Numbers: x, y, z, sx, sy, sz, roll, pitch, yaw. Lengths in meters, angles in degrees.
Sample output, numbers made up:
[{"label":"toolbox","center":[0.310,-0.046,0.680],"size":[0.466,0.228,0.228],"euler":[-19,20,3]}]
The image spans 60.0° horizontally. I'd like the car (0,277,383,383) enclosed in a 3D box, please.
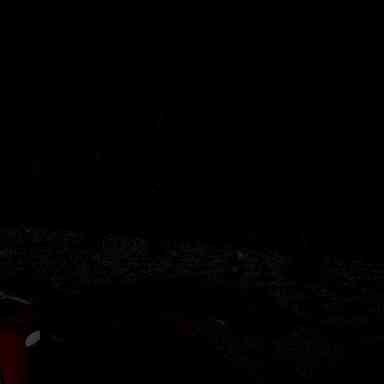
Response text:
[{"label":"car","center":[-0.423,1.564,3.259],"size":[4.507,1.381,1.887],"euler":[-1,0,35]}]
